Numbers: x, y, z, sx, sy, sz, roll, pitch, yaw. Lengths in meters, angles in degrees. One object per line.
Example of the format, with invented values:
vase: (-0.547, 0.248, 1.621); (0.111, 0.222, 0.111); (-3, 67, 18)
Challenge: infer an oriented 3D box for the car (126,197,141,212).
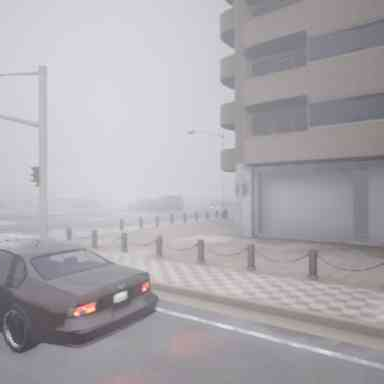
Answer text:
car: (-6.151, 1.651, 42.857); (2.097, 1.767, 4.553); (-1, 0, 35)

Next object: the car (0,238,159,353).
car: (-3.178, 1.598, 6.174); (5.357, 1.411, 2.033); (-1, 0, 32)

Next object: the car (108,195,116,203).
car: (-21.306, 1.761, 84.697); (1.905, 1.878, 3.866); (-1, 0, 35)

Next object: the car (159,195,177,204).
car: (-5.276, 1.592, 73.378); (1.905, 1.878, 3.866); (-1, 0, 35)

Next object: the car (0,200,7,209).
car: (-31.023, 1.917, 51.708); (1.970, 1.475, 3.806); (-1, 0, 35)

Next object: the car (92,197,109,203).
car: (-23.660, 2.025, 86.379); (1.970, 1.475, 3.806); (-1, 0, 35)

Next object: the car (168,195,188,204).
car: (-2.947, 1.564, 71.660); (1.932, 1.855, 4.605); (-1, 0, 35)

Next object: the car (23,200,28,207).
car: (-33.746, 2.000, 72.118); (1.784, 1.438, 3.905); (-1, 0, 35)

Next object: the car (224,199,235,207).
car: (7.720, 1.917, 56.317); (1.895, 1.301, 4.718); (-1, 0, 35)

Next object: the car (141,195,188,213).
car: (-3.239, 1.490, 40.920); (2.150, 2.045, 5.566); (-1, 0, 35)

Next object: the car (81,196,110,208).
car: (-17.583, 1.861, 60.692); (1.970, 1.475, 3.806); (-1, 0, 35)

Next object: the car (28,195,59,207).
car: (-31.422, 1.765, 70.392); (1.932, 1.855, 4.605); (-1, 0, 35)

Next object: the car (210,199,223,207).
car: (4.874, 1.877, 58.356); (1.994, 1.385, 4.181); (-1, 0, 35)
